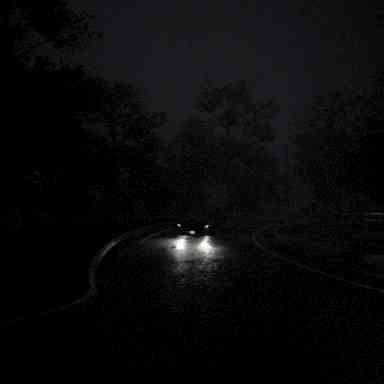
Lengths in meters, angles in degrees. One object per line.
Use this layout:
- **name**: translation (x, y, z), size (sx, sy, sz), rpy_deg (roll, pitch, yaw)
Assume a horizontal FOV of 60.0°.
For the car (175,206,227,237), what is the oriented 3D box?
- **car**: translation (0.695, 1.485, 17.999), size (2.033, 1.411, 5.357), rpy_deg (0, 0, 15)
